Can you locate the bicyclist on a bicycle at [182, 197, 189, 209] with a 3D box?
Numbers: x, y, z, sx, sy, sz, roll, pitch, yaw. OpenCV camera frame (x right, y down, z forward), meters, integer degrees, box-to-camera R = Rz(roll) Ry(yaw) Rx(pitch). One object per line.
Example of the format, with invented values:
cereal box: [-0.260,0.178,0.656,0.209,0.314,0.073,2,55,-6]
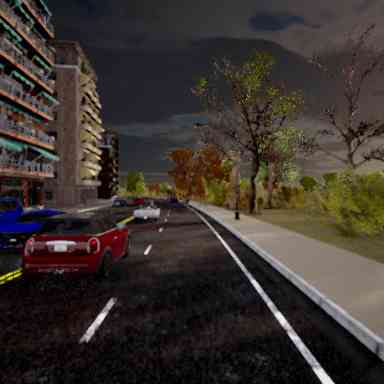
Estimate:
bicyclist on a bicycle: [-0.679,1.585,46.554,0.659,1.776,1.843,0,0,-4]

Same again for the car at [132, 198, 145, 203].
car: [-8.814,1.737,55.472,1.882,1.535,5.008,0,0,-4]

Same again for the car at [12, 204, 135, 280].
car: [-3.251,1.403,10.283,2.097,1.767,4.553,0,0,-1]

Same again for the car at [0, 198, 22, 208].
car: [-10.051,1.303,15.858,2.150,2.045,5.566,0,0,-1]

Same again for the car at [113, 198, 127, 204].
car: [-12.115,1.757,55.991,2.128,1.511,4.902,0,0,-4]

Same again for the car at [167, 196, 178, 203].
car: [-4.257,1.897,76.775,1.994,1.385,4.181,0,0,-7]

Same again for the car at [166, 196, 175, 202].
car: [-5.686,1.766,89.035,2.128,1.511,4.902,0,0,-8]

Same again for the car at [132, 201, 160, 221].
car: [-3.751,1.737,28.336,1.895,1.301,4.718,0,0,-2]

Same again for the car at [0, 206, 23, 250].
car: [-6.785,1.553,15.000,1.882,1.535,5.008,0,0,-1]
